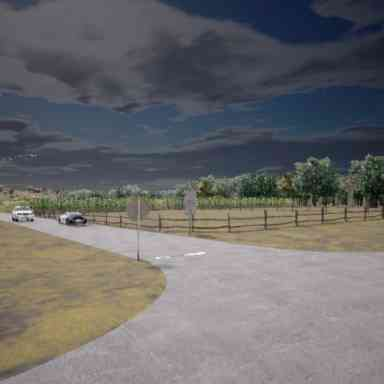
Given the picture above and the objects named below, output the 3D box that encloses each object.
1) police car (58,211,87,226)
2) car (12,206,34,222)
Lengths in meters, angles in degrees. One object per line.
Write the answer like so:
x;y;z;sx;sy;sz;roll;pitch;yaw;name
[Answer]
-13.133;2.835;36.290;2.038;1.542;4.974;1;-3;-35;police car
-23.631;3.030;46.373;2.150;2.045;5.566;1;-3;-35;car
